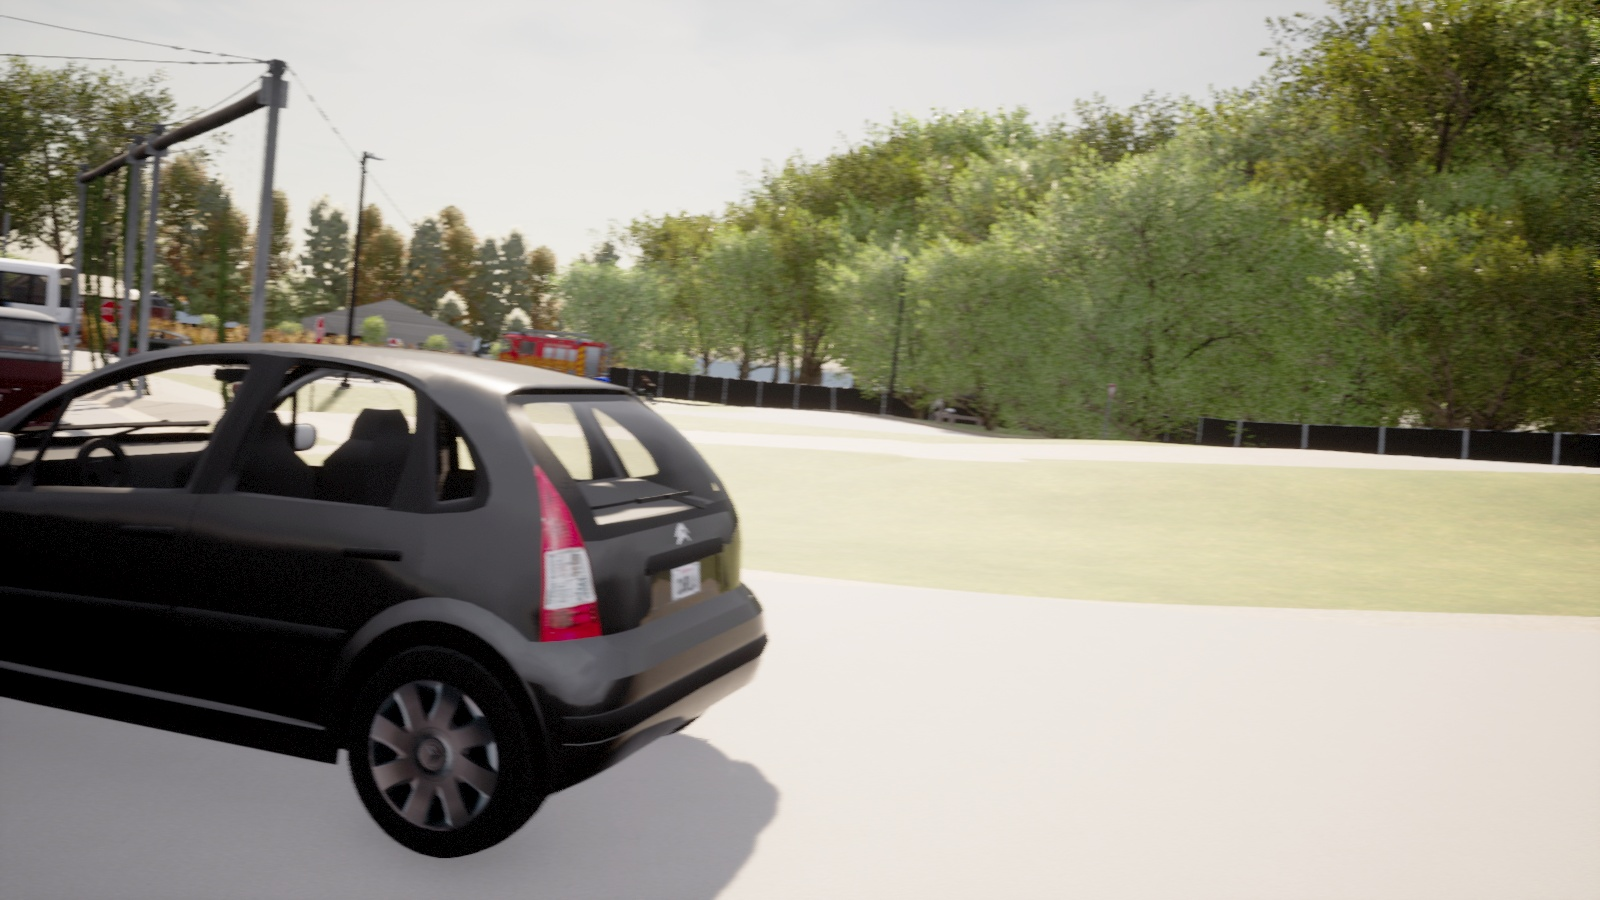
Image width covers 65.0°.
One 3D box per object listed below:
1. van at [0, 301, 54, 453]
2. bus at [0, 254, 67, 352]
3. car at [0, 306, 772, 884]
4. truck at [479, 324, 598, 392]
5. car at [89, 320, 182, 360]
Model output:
[{"bbox_3d":[-12.139,-1.180,18.213,1.775,1.987,4.442,4,3,-36],"label":"van"},{"bbox_3d":[-40.260,-7.258,57.804,10.273,4.253,3.944,6,4,-12],"label":"bus"},{"bbox_3d":[-2.359,0.286,5.236,3.988,1.617,1.851,6,4,18],"label":"car"},{"bbox_3d":[-17.739,-6.234,84.854,8.468,3.827,2.891,9,5,38],"label":"truck"},{"bbox_3d":[-33.340,-5.513,63.069,3.705,1.549,1.789,6,4,-12],"label":"car"}]
